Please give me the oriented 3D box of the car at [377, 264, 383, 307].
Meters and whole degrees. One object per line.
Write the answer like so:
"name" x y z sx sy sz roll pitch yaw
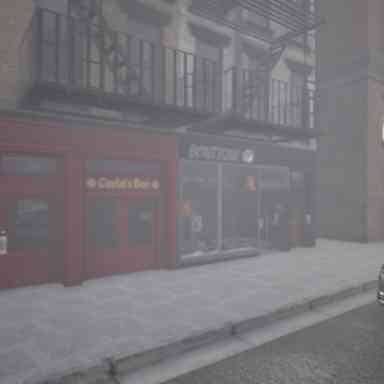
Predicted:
"car" 5.593 1.493 6.646 4.902 1.511 2.128 0 0 -35
